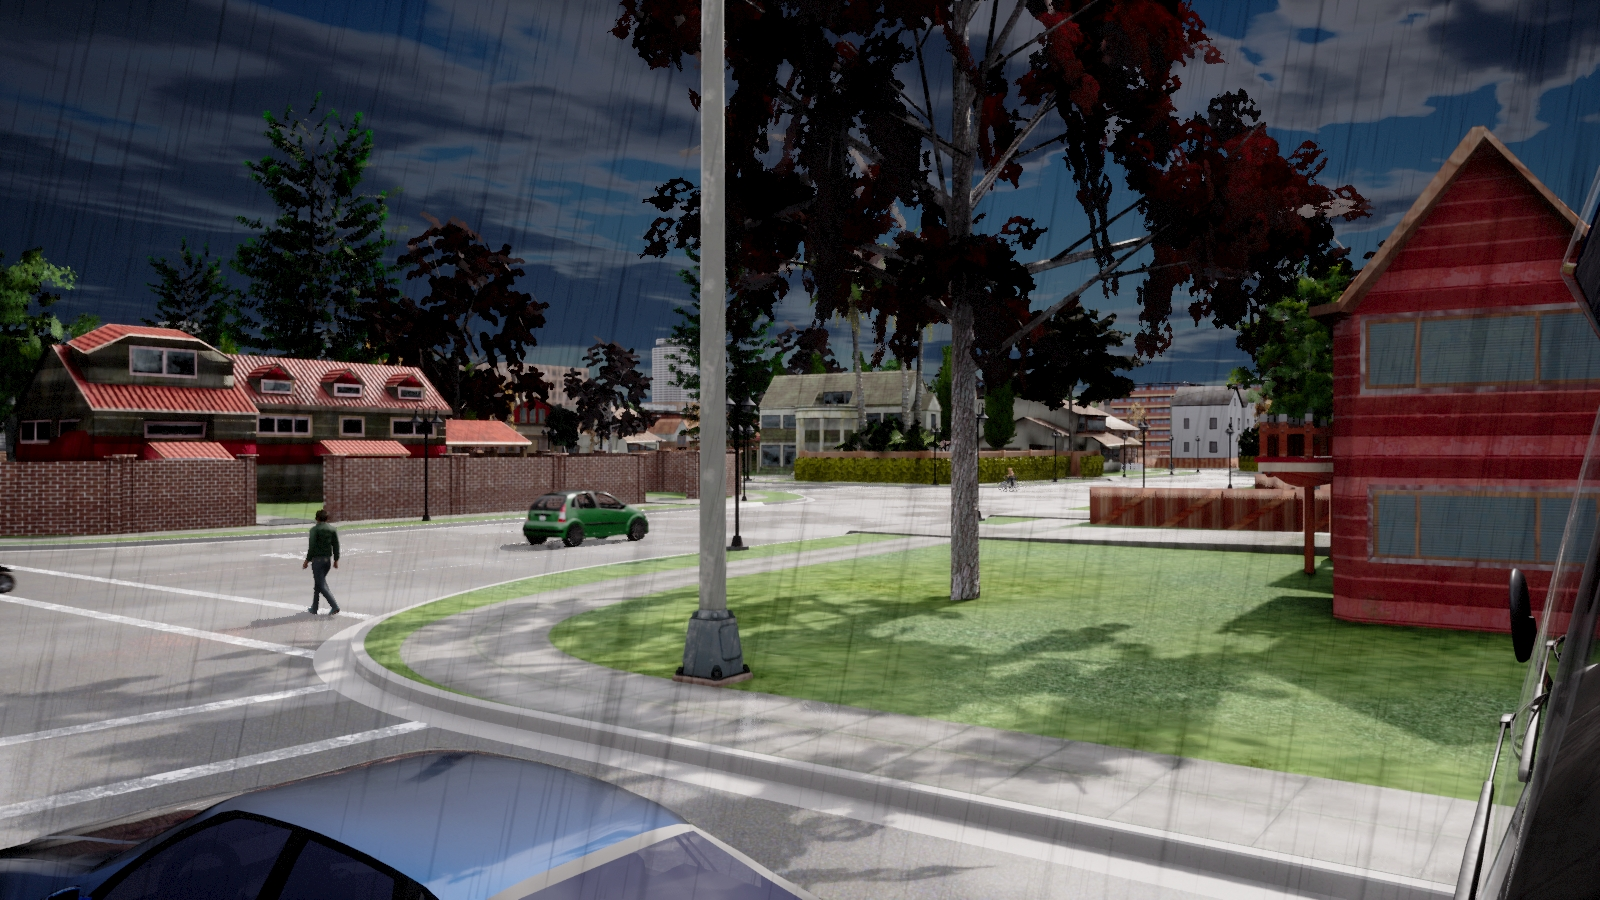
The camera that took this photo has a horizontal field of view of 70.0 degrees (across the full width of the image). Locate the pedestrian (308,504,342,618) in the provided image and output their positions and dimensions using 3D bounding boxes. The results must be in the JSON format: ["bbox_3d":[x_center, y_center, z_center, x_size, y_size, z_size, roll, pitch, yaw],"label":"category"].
[{"bbox_3d":[-7.971,1.848,19.174,0.375,1.860,0.375,0,0,36],"label":"pedestrian"}]

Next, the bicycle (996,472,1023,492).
[{"bbox_3d":[13.793,2.085,75.218,1.487,1.301,0.859,0,-3,-15],"label":"bicycle"}]

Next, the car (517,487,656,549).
[{"bbox_3d":[-6.365,1.999,34.445,1.851,1.617,3.988,0,0,34],"label":"car"}]

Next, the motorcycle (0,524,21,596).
[{"bbox_3d":[-15.913,2.114,21.614,0.856,1.341,1.805,-3,-2,45],"label":"motorcycle"}]

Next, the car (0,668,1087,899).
[{"bbox_3d":[-1.713,2.106,4.943,5.357,1.411,2.033,0,0,36],"label":"car"}]
